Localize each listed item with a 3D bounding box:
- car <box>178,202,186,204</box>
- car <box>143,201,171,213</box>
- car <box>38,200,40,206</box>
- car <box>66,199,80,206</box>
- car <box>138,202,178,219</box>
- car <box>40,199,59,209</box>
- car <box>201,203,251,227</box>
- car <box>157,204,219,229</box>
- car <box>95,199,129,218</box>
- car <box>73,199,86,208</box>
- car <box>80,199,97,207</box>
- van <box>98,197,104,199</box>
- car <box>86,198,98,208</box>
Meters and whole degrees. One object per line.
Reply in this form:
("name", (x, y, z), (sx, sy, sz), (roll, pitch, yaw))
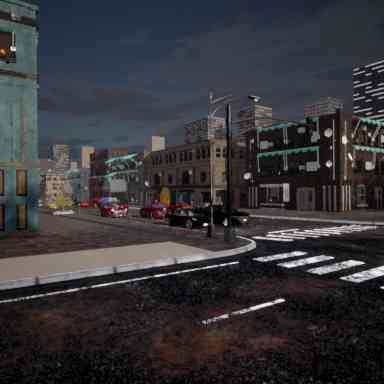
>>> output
("car", (-1.528, 1.904, 40.089), (1.802, 1.307, 4.206), (-2, 0, -36))
("car", (-4.746, 1.966, 44.591), (1.802, 1.307, 4.206), (-2, 0, -36))
("car", (-30.879, 2.376, 66.733), (2.008, 1.369, 4.403), (-1, 0, -36))
("car", (-27.282, 2.364, 76.110), (1.947, 1.339, 4.313), (-1, 0, -36))
("car", (-3.671, 1.894, 33.137), (1.994, 1.385, 4.181), (-1, 0, -36))
("car", (-24.342, 2.233, 57.588), (1.752, 1.417, 4.829), (-1, 0, -36))
("car", (2.201, 1.692, 24.931), (1.882, 1.535, 5.008), (-1, 0, -36))
("car", (-0.372, 1.814, 23.854), (1.947, 1.339, 4.313), (-2, 0, -36))
("car", (-8.347, 1.846, 35.213), (1.967, 1.590, 4.097), (-1, 0, -36))
("car", (-20.567, 2.228, 62.278), (1.994, 1.385, 4.181), (-1, -1, -36))
("car", (-20.844, 2.228, 67.105), (1.887, 1.381, 4.507), (-1, 0, -36))
("van", (-14.410, 1.907, 58.099), (1.690, 1.788, 3.998), (-1, 0, -36))
("car", (-17.630, 1.940, 62.602), (2.192, 1.841, 5.009), (-1, 0, -36))
